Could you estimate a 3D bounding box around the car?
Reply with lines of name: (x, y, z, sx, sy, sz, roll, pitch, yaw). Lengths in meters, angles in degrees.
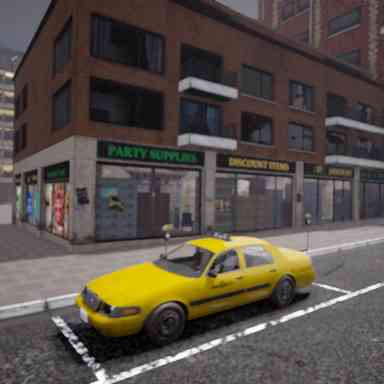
car: (0.363, 1.490, 6.331, 4.829, 1.417, 1.752, -1, 2, -35)
